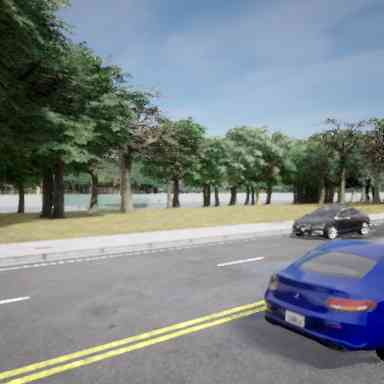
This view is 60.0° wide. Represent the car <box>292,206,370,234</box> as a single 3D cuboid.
[{"bbox_3d":[7.088,1.475,16.741,4.892,1.490,1.837,0,0,-35],"label":"car"}]

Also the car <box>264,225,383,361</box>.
[{"bbox_3d":[3.237,1.514,5.758,4.674,1.442,1.812,0,0,-36],"label":"car"}]
